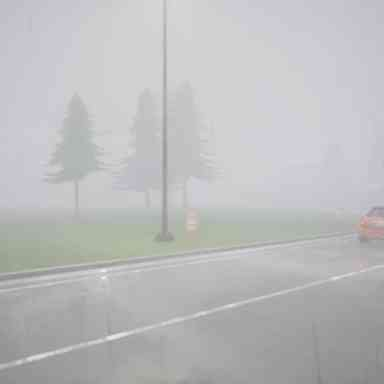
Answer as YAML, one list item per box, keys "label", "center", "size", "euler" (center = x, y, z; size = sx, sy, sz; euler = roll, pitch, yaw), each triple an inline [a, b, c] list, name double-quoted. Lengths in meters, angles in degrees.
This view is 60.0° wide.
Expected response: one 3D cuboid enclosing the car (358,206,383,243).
- label: "car"
  center: [9.469, 1.363, 14.869]
  size: [4.553, 1.767, 2.097]
  euler: [0, 0, -35]
